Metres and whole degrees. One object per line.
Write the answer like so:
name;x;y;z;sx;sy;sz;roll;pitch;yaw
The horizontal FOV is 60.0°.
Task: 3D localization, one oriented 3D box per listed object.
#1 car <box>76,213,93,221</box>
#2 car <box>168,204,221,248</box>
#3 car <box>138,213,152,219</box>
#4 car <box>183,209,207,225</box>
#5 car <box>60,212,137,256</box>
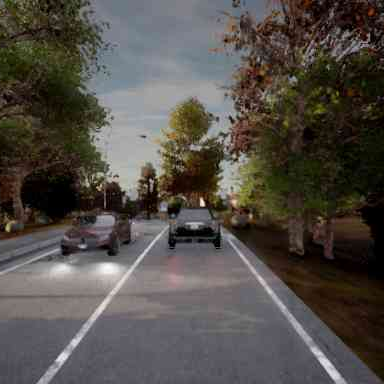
car;-19.461;4.558;60.277;1.895;1.301;4.718;0;-5;-5
car;0.104;1.396;15.004;2.097;1.767;4.553;0;-1;0
car;-11.841;5.613;76.234;5.357;1.411;2.033;2;-5;-33
car;0.338;2.229;30.402;1.895;1.301;4.718;0;-3;4
car;-3.585;1.543;13.233;1.812;1.442;4.674;0;-1;0
